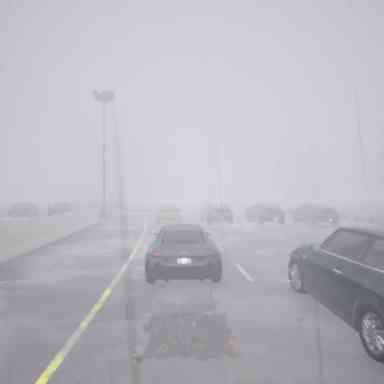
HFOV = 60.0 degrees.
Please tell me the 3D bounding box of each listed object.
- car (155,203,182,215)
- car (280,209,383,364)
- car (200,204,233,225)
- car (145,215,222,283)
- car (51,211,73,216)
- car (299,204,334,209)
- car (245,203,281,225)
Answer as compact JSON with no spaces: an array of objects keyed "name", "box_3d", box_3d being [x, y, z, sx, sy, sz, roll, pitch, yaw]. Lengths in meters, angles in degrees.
[{"name":"car","box_3d":[-1.984,1.631,27.392,1.882,1.535,5.008,0,0,-8]},{"name":"car","box_3d":[3.393,1.379,6.092,2.097,1.767,4.553,0,0,-2]},{"name":"car","box_3d":[1.810,1.626,25.380,2.128,1.511,4.902,0,0,-7]},{"name":"car","box_3d":[-0.286,1.619,9.915,1.994,1.385,4.181,0,0,-3]},{"name":"car","box_3d":[-14.214,1.777,36.543,2.033,1.411,5.357,0,0,-11]},{"name":"car","box_3d":[8.962,1.620,24.594,1.837,1.490,4.892,0,0,-7]},{"name":"car","box_3d":[5.385,1.630,25.023,1.837,1.490,4.892,0,0,-7]}]
